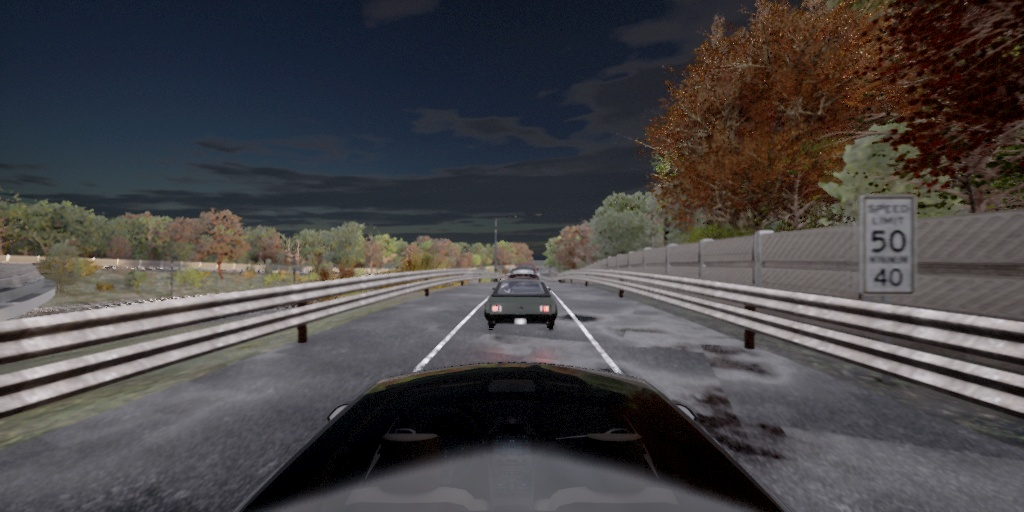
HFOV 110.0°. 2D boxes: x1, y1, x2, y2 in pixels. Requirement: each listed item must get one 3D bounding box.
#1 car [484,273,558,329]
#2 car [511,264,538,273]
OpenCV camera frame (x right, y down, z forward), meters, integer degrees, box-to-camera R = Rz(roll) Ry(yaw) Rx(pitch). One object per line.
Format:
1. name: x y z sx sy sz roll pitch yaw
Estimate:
1. car: 0.294 1.375 11.247 1.895 1.301 4.718 0 0 2
2. car: 0.719 1.452 22.572 1.882 1.535 5.008 0 -2 2
